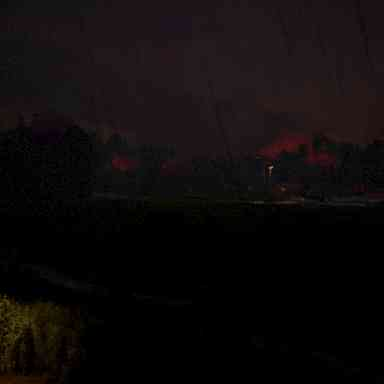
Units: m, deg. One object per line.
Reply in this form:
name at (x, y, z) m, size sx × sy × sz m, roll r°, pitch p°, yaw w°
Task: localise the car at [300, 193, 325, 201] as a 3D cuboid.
car at (27.706, 1.160, 75.679) m, size 4.611 × 1.667 × 2.242 m, roll 1°, pitch 1°, yaw 34°
